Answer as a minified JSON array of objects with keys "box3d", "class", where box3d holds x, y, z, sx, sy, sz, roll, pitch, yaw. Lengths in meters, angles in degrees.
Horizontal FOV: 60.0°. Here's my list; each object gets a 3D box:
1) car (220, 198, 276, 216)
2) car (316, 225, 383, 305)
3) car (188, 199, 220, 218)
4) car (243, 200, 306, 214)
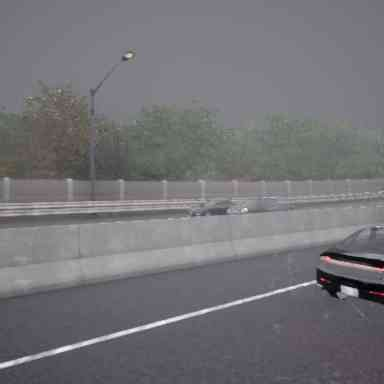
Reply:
[{"box3d":[4.645,1.241,24.229,4.553,1.767,2.097,-1,0,-35],"class":"car"},{"box3d":[4.643,1.442,7.020,4.902,1.511,2.128,-1,0,-35],"class":"car"},{"box3d":[1.931,1.369,26.615,4.892,1.490,1.837,0,0,-35],"class":"car"},{"box3d":[5.540,1.441,20.602,4.181,1.385,1.994,0,0,-34],"class":"car"}]
